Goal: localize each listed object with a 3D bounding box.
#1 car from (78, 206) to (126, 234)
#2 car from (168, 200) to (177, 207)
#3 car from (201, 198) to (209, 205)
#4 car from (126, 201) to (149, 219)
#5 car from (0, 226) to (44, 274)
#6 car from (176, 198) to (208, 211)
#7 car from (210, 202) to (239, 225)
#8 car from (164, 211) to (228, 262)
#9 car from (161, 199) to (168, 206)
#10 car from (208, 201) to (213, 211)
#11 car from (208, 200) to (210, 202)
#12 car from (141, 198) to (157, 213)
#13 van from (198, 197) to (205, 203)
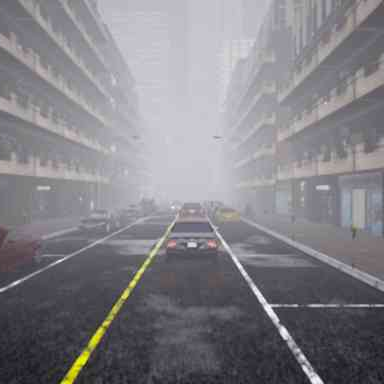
[{"bbox_3d":[-5.696,1.739,20.653,2.008,1.369,4.403,-1,-1,0],"label":"car"},{"bbox_3d":[-3.013,2.149,64.565,1.994,1.385,4.181,0,-1,1],"label":"car"},{"bbox_3d":[3.013,2.232,77.451,1.812,1.442,4.674,0,-1,0],"label":"car"},{"bbox_3d":[-5.695,1.840,31.857,2.008,1.369,4.403,-1,-1,0],"label":"car"},{"bbox_3d":[-5.698,1.669,9.449,1.802,1.307,4.206,-1,-1,0],"label":"car"},{"bbox_3d":[0.027,1.609,28.420,2.097,1.767,4.553,0,-1,0],"label":"car"},{"bbox_3d":[2.684,1.765,26.395,1.752,1.417,4.829,-1,-1,0],"label":"car"},{"bbox_3d":[0.012,1.662,12.513,2.033,1.411,5.357,0,0,0],"label":"car"},{"bbox_3d":[-5.688,2.198,71.069,2.008,1.369,4.403,-1,-1,0],"label":"car"},{"bbox_3d":[2.686,1.855,31.826,1.947,1.339,4.313,-1,-1,0],"label":"car"},{"bbox_3d":[2.685,1.780,37.429,1.967,1.590,4.097,-1,-1,0],"label":"car"},{"bbox_3d":[-5.696,1.706,43.062,2.192,1.841,5.009,-1,-1,0],"label":"car"},{"bbox_3d":[2.692,2.194,93.448,1.690,1.788,3.998,-1,-1,0],"label":"van"}]
